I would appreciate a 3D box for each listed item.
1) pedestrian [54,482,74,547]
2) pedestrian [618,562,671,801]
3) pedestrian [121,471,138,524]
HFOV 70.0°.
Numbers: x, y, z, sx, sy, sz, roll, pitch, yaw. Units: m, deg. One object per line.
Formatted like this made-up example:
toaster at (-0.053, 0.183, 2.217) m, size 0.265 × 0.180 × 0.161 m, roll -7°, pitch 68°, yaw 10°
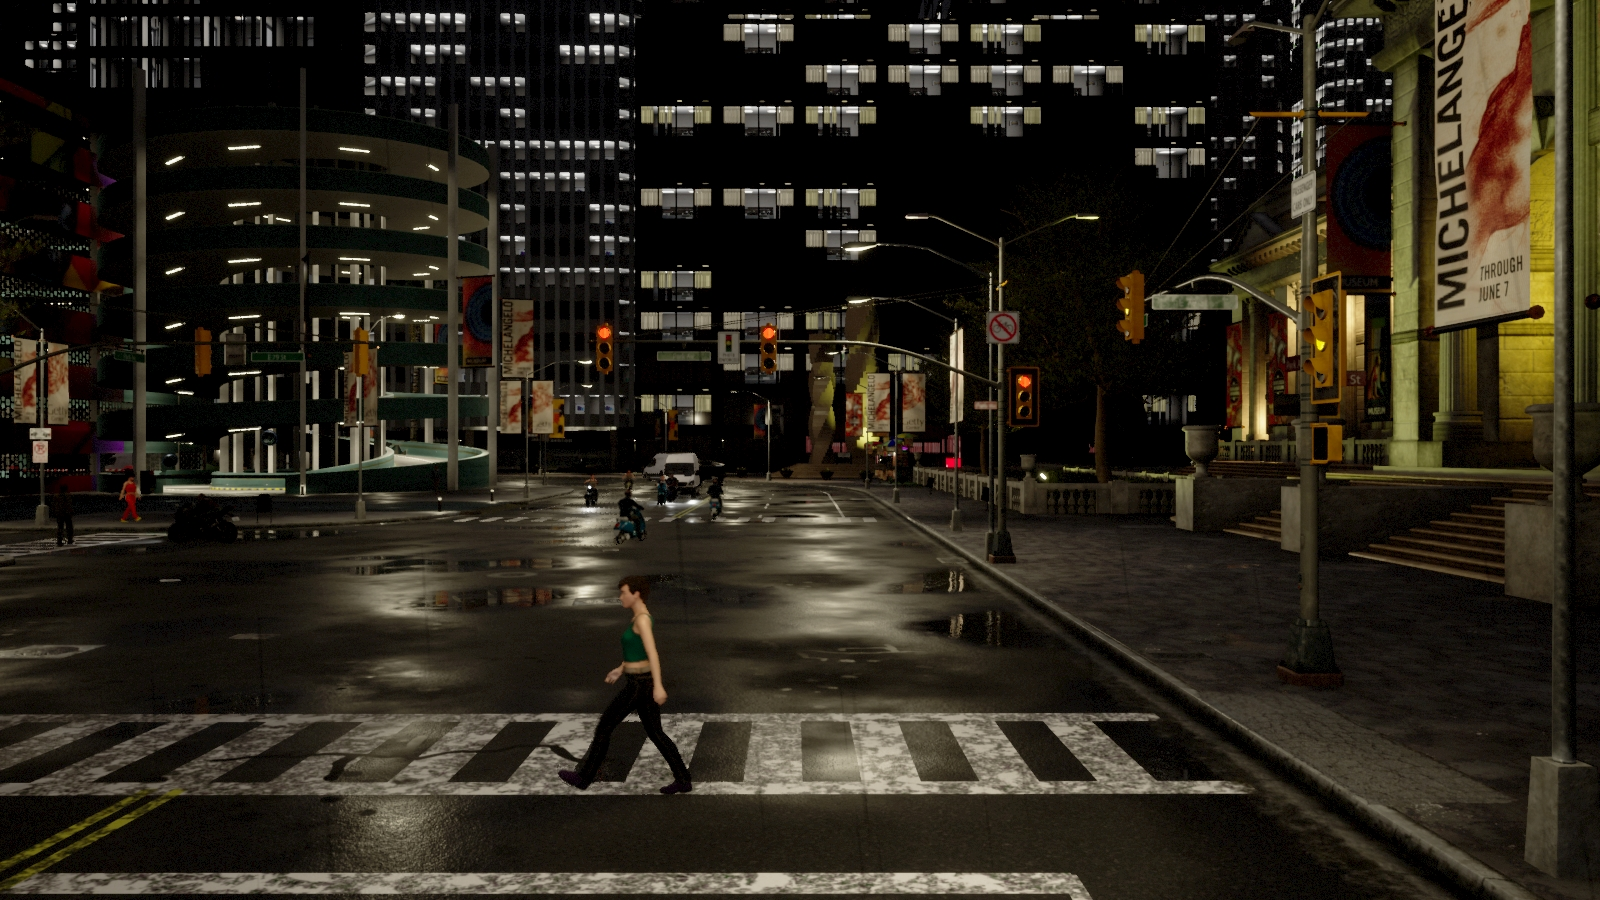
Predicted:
pedestrian at (-21.269, 1.848, 33.034) m, size 0.375 × 1.860 × 0.375 m, roll 0°, pitch 0°, yaw -11°
pedestrian at (-1.249, 1.849, 9.226) m, size 0.375 × 1.860 × 0.375 m, roll 0°, pitch 0°, yaw 0°
pedestrian at (-23.985, 1.696, 40.860) m, size 0.375 × 1.860 × 0.375 m, roll 0°, pitch 0°, yaw 20°
